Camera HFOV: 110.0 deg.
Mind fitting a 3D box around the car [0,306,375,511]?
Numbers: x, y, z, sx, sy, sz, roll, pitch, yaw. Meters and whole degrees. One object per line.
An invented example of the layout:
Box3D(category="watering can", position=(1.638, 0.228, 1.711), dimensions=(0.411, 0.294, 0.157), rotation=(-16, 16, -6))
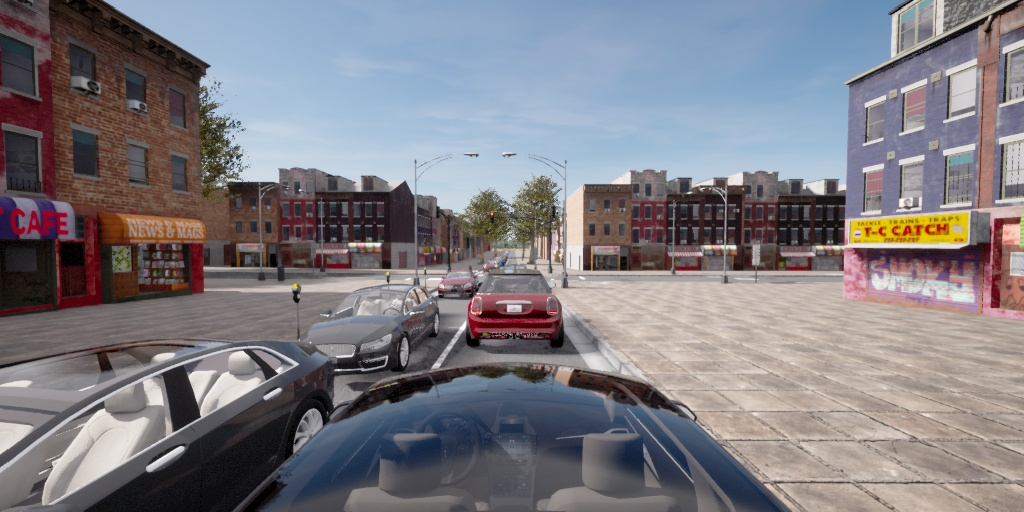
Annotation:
Box3D(category="car", position=(-2.640, 1.300, 1.998), dimensions=(2.007, 1.370, 4.403), rotation=(0, 0, 0))

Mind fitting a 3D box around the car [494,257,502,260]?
Box3D(category="car", position=(-2.578, 1.233, 45.116), dimensions=(1.967, 1.591, 4.097), rotation=(0, 0, 0))

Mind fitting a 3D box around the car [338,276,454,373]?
Box3D(category="car", position=(-2.632, 1.298, 7.446), dimensions=(2.007, 1.370, 4.403), rotation=(0, 0, 0))

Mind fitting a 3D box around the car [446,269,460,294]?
Box3D(category="car", position=(-2.617, 1.332, 18.340), dimensions=(1.802, 1.307, 4.207), rotation=(0, 0, 0))

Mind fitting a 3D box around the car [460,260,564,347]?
Box3D(category="car", position=(0.109, 1.099, 9.491), dimensions=(2.097, 1.767, 4.553), rotation=(0, 0, 2))
